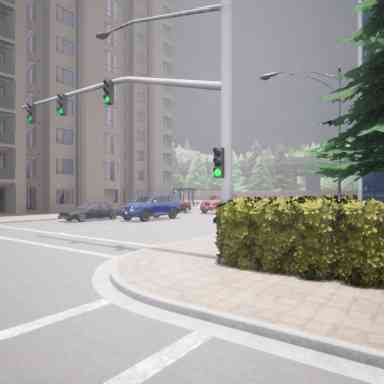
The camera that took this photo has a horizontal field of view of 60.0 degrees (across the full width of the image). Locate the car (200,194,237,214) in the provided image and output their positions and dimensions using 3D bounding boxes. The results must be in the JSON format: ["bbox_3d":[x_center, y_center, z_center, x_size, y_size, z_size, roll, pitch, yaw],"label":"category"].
[{"bbox_3d":[3.091,1.221,35.573,2.150,2.045,5.566,0,0,36],"label":"car"}]

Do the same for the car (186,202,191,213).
[{"bbox_3d":[-2.071,1.478,34.462,1.882,1.535,5.008,0,0,36],"label":"car"}]

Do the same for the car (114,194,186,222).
[{"bbox_3d":[-3.254,1.221,26.939,2.150,2.045,5.566,0,0,36],"label":"car"}]

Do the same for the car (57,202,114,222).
[{"bbox_3d":[-7.875,1.547,26.554,2.033,1.411,5.357,0,0,36],"label":"car"}]
